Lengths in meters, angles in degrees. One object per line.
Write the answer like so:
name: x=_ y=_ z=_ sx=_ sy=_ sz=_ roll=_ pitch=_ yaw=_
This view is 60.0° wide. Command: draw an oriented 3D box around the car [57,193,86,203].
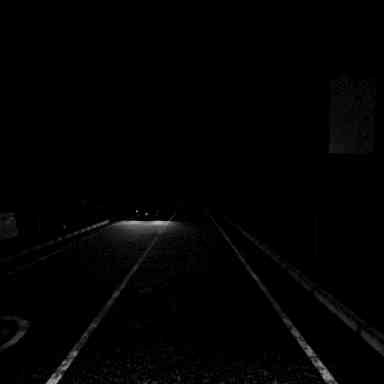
car: x=-22.057 y=1.036 z=61.201 sx=4.553 sy=1.767 sz=2.185 roll=0 pitch=0 yaw=0

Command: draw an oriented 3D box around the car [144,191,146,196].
car: x=-8.951 y=1.100 z=44.857 sx=4.553 sy=1.767 sz=2.185 roll=0 pitch=0 yaw=0

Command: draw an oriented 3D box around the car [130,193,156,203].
car: x=-8.979 y=1.033 z=61.677 sx=4.553 sy=1.767 sz=2.185 roll=0 pitch=0 yaw=0

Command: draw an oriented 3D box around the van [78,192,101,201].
van: x=-22.162 y=0.892 z=72.303 sx=4.442 sy=1.987 sz=1.878 roll=0 pitch=0 yaw=0

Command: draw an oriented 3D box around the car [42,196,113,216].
car: x=-9.072 y=1.300 z=25.235 sx=5.366 sy=1.575 sz=1.946 roll=0 pitch=0 yaw=0

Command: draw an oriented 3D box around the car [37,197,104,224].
car: x=-8.876 y=1.315 z=22.435 sx=5.008 sy=1.535 sz=2.097 roll=0 pitch=0 yaw=0

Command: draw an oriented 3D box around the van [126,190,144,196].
van: x=-8.798 y=1.010 z=42.054 sx=4.442 sy=1.987 sz=1.878 roll=0 pitch=0 yaw=0

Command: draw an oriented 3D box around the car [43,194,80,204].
car: x=-21.832 y=1.181 z=55.651 sx=5.366 sy=1.575 sz=1.946 roll=0 pitch=0 yaw=0

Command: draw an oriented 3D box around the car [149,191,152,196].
car: x=-8.898 y=1.077 z=50.464 sx=4.553 sy=1.767 sz=2.185 roll=0 pitch=0 yaw=0

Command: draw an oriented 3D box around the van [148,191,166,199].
van: x=-9.106 y=0.793 z=86.911 sx=4.442 sy=1.987 sz=1.878 roll=0 pitch=1 yaw=0

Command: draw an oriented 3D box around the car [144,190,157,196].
car: x=-8.905 y=0.941 z=53.267 sx=5.566 sy=2.045 sz=2.435 roll=0 pitch=0 yaw=0

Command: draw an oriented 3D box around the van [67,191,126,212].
van: x=-8.779 y=1.055 z=30.841 sx=4.442 sy=1.987 sz=1.878 roll=0 pitch=0 yaw=0

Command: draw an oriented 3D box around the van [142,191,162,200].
van: x=-9.088 y=0.878 z=75.691 sx=4.442 sy=1.987 sz=1.878 roll=0 pitch=0 yaw=0

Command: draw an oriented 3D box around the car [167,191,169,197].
car: x=-9.014 y=1.076 z=84.111 sx=4.792 sy=1.488 sz=2.163 roll=0 pitch=1 yaw=0

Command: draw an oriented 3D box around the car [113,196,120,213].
car: x=-8.920 y=1.321 z=28.038 sx=4.792 sy=1.488 sz=2.163 roll=0 pitch=0 yaw=0

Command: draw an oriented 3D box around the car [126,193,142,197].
car: x=-8.905 y=1.247 z=39.252 sx=5.008 sy=1.535 sz=2.097 roll=0 pitch=0 yaw=0

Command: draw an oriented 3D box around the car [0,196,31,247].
car: x=-8.891 y=1.133 z=11.221 sx=5.566 sy=2.045 sz=2.435 roll=0 pitch=0 yaw=0

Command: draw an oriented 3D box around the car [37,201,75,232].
car: x=-8.843 y=1.376 z=16.828 sx=4.792 sy=1.488 sz=2.163 roll=0 pitch=0 yaw=0

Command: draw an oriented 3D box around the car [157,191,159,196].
car: x=-8.910 y=0.930 z=56.070 sx=5.566 sy=2.045 sz=2.435 roll=0 pitch=0 yaw=0

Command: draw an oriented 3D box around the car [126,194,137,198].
car: x=-8.876 y=1.288 z=36.448 sx=4.792 sy=1.488 sz=2.163 roll=0 pitch=0 yaw=0

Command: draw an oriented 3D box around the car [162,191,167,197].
car: x=-8.938 y=0.864 z=72.890 sx=5.566 sy=2.045 sz=2.435 roll=0 pitch=0 yaw=0

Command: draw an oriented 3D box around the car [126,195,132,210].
car: x=-8.871 y=1.299 z=33.645 sx=4.792 sy=1.488 sz=2.163 roll=0 pitch=0 yaw=0

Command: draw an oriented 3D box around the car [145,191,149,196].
car: x=-8.893 y=1.089 z=47.661 sx=4.553 sy=1.767 sz=2.185 roll=0 pitch=0 yaw=0

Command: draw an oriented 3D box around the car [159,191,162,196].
car: x=-8.946 y=1.149 z=64.481 sx=4.892 sy=1.521 sz=2.231 roll=0 pitch=0 yaw=0

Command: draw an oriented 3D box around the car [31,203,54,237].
car: x=-8.863 y=1.365 z=14.030 sx=4.892 sy=1.521 sz=2.231 roll=0 pitch=0 yaw=0

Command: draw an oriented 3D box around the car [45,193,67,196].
car: x=-22.018 y=1.196 z=52.874 sx=4.892 sy=1.521 sz=2.231 roll=0 pitch=0 yaw=0

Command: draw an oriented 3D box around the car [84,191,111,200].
car: x=-22.026 y=0.840 z=77.856 sx=5.566 sy=2.045 sz=2.435 roll=0 pitch=0 yaw=0

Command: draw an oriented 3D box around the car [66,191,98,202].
car: x=-22.065 y=0.889 z=66.753 sx=5.566 sy=2.045 sz=2.435 roll=0 pitch=0 yaw=0

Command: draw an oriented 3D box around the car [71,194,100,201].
car: x=-22.226 y=1.126 z=69.530 sx=5.366 sy=1.575 sz=1.946 roll=0 pitch=0 yaw=0

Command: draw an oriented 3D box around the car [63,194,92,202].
car: x=-22.002 y=1.180 z=63.978 sx=4.792 sy=1.488 sz=2.163 roll=0 pitch=0 yaw=0

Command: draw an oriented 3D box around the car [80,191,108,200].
car: x=-22.078 y=0.856 z=75.079 sx=5.566 sy=2.045 sz=2.435 roll=0 pitch=0 yaw=0

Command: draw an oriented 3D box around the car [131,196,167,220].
car: x=-3.258 y=1.333 z=26.241 sx=1.837 sy=1.490 sz=4.892 roll=0 pitch=0 yaw=0
